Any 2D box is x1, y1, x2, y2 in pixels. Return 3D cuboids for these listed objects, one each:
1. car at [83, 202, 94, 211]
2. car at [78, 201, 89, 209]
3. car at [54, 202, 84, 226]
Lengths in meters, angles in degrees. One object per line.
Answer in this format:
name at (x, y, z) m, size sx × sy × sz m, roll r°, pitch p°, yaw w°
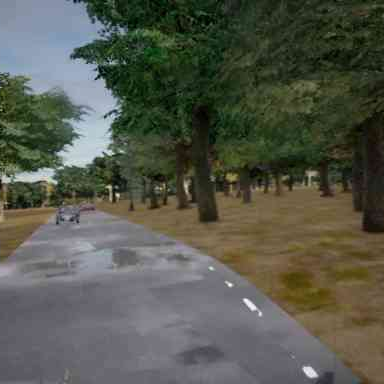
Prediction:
car at (-18.395, 2.613, 58.827) m, size 1.994 × 1.385 × 4.181 m, roll -2°, pitch -1°, yaw -20°
car at (-25.535, 3.044, 78.149) m, size 2.128 × 1.511 × 4.902 m, roll -2°, pitch -1°, yaw -21°
car at (-10.672, 1.908, 28.520) m, size 2.128 × 1.511 × 4.902 m, roll -2°, pitch 0°, yaw -20°
